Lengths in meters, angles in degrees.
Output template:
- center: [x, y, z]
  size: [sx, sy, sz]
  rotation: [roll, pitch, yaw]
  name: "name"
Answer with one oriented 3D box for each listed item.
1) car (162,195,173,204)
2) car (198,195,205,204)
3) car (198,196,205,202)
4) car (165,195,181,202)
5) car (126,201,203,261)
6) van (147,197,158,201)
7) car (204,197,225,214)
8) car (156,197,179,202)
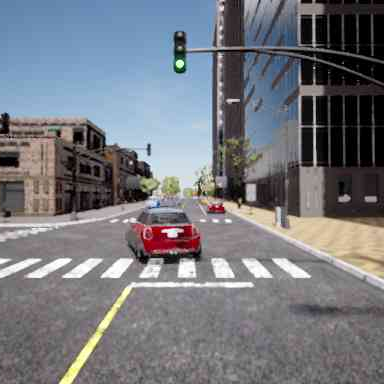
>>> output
- center: [-5.671, 1.648, 76.615]
  size: [2.192, 1.841, 5.009]
  rotation: [1, 0, 0]
  name: "car"
- center: [2.706, 1.811, 65.703]
  size: [1.752, 1.417, 4.829]
  rotation: [1, 0, 0]
  name: "car"
- center: [2.707, 1.931, 93.377]
  size: [1.752, 1.417, 4.829]
  rotation: [1, 0, 0]
  name: "car"
- center: [-3.056, 1.605, 58.409]
  size: [2.097, 1.767, 4.553]
  rotation: [0, 0, 0]
  name: "car"
- center: [-1.255, 1.407, 12.812]
  size: [2.097, 1.767, 4.553]
  rotation: [0, 0, -17]
  name: "car"
- center: [-5.673, 1.553, 48.943]
  size: [1.690, 1.788, 3.998]
  rotation: [1, 0, 0]
  name: "van"
- center: [2.705, 1.604, 37.859]
  size: [1.967, 1.590, 4.097]
  rotation: [1, 0, 0]
  name: "car"
- center: [-3.093, 1.733, 43.010]
  size: [2.033, 1.411, 5.357]
  rotation: [0, 0, 0]
  name: "car"
